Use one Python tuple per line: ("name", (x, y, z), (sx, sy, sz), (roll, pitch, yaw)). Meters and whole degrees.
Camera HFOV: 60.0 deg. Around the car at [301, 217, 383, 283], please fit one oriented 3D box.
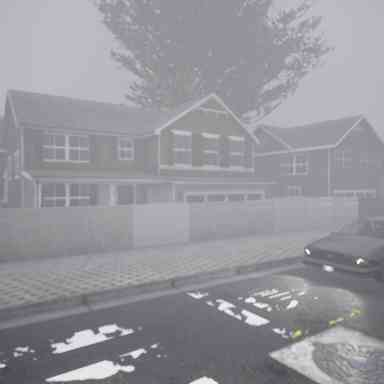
("car", (5.500, 1.441, 9.518), (5.357, 1.411, 2.033), (0, 1, -34))
